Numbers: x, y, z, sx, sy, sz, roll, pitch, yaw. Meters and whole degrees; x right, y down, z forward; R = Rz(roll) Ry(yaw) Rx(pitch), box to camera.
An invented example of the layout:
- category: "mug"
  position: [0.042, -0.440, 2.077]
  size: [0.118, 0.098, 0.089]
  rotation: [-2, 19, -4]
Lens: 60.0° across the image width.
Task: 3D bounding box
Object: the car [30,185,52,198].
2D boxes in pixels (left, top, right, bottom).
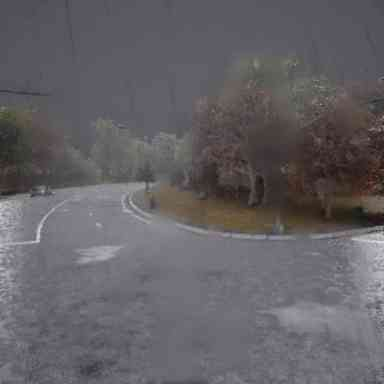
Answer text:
- category: "car"
  position: [-22.370, -0.175, 49.315]
  size: [2.097, 1.767, 4.553]
  rotation: [0, 3, -8]
